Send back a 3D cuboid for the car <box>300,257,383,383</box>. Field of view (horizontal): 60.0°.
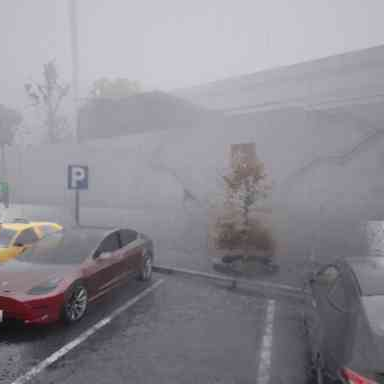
[{"bbox_3d":[2.398,1.532,4.082,2.002,1.452,4.674,0,-1,15],"label":"car"}]

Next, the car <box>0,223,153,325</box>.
[{"bbox_3d":[-2.467,1.554,7.520,2.163,1.488,4.792,0,-1,16],"label":"car"}]

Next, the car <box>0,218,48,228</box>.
[{"bbox_3d":[-4.934,1.529,9.102,1.946,1.575,5.366,0,-1,15],"label":"car"}]
